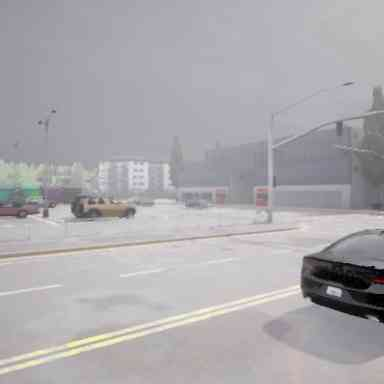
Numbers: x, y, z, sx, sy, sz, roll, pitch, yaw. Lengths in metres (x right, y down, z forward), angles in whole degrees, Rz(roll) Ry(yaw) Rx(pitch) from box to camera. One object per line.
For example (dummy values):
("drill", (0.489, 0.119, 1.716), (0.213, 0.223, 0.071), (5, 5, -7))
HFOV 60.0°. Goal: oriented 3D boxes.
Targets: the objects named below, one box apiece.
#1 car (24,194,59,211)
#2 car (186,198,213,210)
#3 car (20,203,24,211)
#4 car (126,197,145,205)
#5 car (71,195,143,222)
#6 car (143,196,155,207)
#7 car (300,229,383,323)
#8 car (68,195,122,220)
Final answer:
("car", (-19.426, 1.197, 43.544), (3.866, 1.878, 1.905), (0, 0, -35))
("car", (1.002, 1.612, 45.838), (2.128, 1.511, 4.902), (0, 0, -34))
("car", (-21.095, 1.436, 45.911), (3.806, 1.475, 1.970), (0, 0, -35))
("car", (-10.830, 1.651, 63.594), (1.812, 1.442, 4.674), (0, 0, -34))
("car", (-6.400, 1.195, 25.177), (4.605, 1.855, 1.932), (0, 0, -35))
("car", (-7.527, 1.459, 52.275), (2.097, 1.767, 4.553), (0, 0, -34))
("car", (4.387, 1.511, 6.948), (5.008, 1.535, 1.882), (0, 0, -35))
("car", (-8.031, 1.198, 27.568), (3.866, 1.878, 1.905), (0, 0, -35))
